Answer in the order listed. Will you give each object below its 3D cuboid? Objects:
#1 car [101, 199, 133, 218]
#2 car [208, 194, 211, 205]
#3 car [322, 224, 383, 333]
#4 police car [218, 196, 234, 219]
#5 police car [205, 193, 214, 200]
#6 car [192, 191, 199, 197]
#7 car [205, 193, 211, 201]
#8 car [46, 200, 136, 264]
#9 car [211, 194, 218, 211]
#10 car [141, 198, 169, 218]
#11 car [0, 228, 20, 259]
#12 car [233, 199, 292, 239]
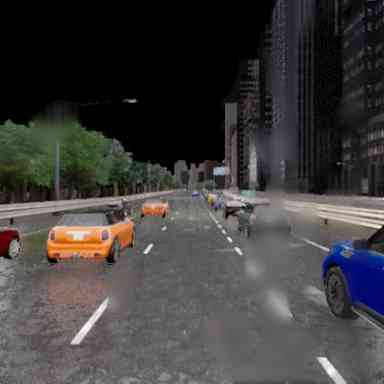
[{"bbox_3d":[-6.786,1.479,30.739,1.837,1.490,4.892,0,0,0],"label":"car"},{"bbox_3d":[3.789,1.441,50.469,1.837,1.490,4.892,0,0,1],"label":"car"},{"bbox_3d":[3.604,1.226,4.196,2.150,2.045,5.566,0,0,1],"label":"car"},{"bbox_3d":[3.598,1.403,28.638,1.930,1.638,5.238,0,0,0],"label":"police car"},{"bbox_3d":[4.268,1.039,83.371,2.038,1.542,4.974,0,1,1],"label":"police car"},{"bbox_3d":[0.930,0.707,92.543,1.882,1.535,5.008,0,1,1],"label":"car"},{"bbox_3d":[3.923,1.321,61.432,1.882,1.535,5.008,0,1,1],"label":"car"},{"bbox_3d":[-3.378,1.355,12.032,2.097,1.767,4.553,0,0,0],"label":"car"},{"bbox_3d":[3.680,1.311,39.469,2.097,1.767,4.553,0,0,1],"label":"car"},{"bbox_3d":[-3.286,1.327,30.458,2.097,1.767,4.553,0,0,0],"label":"car"},{"bbox_3d":[-6.885,1.483,9.544,1.882,1.535,5.008,0,0,0],"label":"car"},{"bbox_3d":[3.642,1.349,17.535,2.097,1.767,4.553,0,0,0],"label":"car"}]
